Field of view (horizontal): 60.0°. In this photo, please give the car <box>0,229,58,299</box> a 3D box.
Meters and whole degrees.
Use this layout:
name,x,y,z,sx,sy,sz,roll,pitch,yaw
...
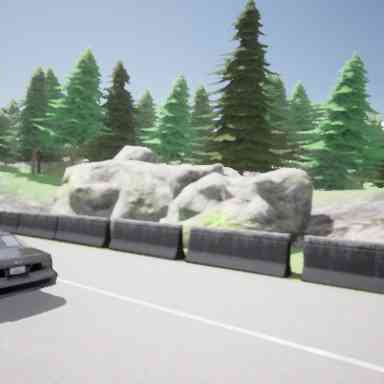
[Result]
name,x,y,z,sx,sy,sz,roll,pitch,yaw
car,-5.358,1.537,7.862,5.357,1.411,2.033,0,0,36
